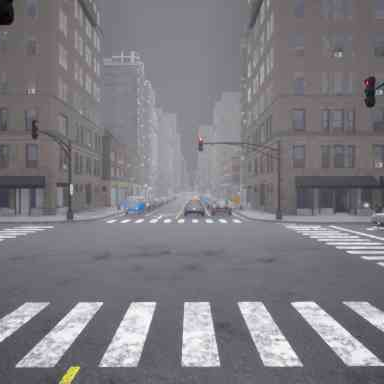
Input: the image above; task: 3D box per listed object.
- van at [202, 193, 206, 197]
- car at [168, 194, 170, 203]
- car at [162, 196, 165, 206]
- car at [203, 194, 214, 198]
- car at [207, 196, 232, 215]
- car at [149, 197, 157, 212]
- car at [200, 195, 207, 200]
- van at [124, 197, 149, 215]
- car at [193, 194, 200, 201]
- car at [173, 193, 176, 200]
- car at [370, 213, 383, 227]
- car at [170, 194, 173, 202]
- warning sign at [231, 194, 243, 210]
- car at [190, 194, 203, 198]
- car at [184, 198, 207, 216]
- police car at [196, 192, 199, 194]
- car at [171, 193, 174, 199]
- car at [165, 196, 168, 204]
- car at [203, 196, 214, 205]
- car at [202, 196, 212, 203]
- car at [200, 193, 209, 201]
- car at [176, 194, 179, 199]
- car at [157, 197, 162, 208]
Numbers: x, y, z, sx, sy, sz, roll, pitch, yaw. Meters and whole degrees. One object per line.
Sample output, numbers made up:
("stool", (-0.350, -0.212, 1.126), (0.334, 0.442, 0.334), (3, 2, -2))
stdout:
("van", (2.952, 1.343, 55.973), (1.690, 1.788, 3.998), (0, 0, 0))
("car", (-5.544, 1.526, 61.510), (1.752, 1.417, 4.829), (0, 0, 0))
("car", (-5.602, 1.584, 50.344), (1.802, 1.307, 4.206), (0, 0, 0))
("car", (2.894, 1.442, 44.635), (1.967, 1.590, 4.097), (0, 0, 0))
("car", (2.836, 1.441, 33.297), (1.967, 1.590, 4.097), (0, 0, 0))
("car", (-5.661, 1.442, 39.007), (1.967, 1.590, 4.097), (0, 0, 0))
("car", (3.128, 1.556, 89.989), (1.947, 1.339, 4.313), (0, 0, 0))
("van", (-5.690, 1.342, 33.339), (1.690, 1.788, 3.998), (0, 0, 0))
("car", (1.245, 1.446, 89.491), (1.801, 1.575, 5.366), (0, 0, 0))
("car", (-5.457, 1.521, 78.515), (1.752, 1.417, 4.829), (0, 0, 0))
("car", (13.769, 1.615, 20.622), (4.718, 1.301, 1.895), (0, 0, 0))
("car", (-5.514, 1.565, 67.348), (1.947, 1.339, 4.313), (0, 0, 0))
("warning sign", (5.268, 1.117, 39.279), (1.300, 1.860, 1.060), (0, 0, 0))
("car", (0.374, 1.479, 53.424), (1.882, 1.535, 5.008), (0, 0, 0))
("car", (0.235, 1.565, 33.240), (1.994, 1.385, 4.181), (0, 0, 1))
("police car", (1.203, 1.420, 79.396), (1.930, 1.638, 5.238), (0, 0, -1))
("car", (-5.485, 1.542, 73.016), (1.887, 1.381, 4.507), (0, 0, 0))
("car", (-5.573, 1.568, 56.012), (1.947, 1.339, 4.313), (0, 0, 0))
("car", (2.983, 1.526, 61.812), (1.752, 1.417, 4.829), (0, 0, 0))
("car", (3.011, 1.550, 67.312), (2.008, 1.369, 4.403), (0, 0, 0))
("car", (3.099, 1.308, 84.319), (2.192, 1.841, 5.009), (0, 0, 0))
("car", (-5.397, 1.305, 90.021), (2.192, 1.841, 5.009), (0, 0, 0))
("car", (-5.631, 1.568, 44.675), (1.947, 1.339, 4.313), (0, 0, 0))
